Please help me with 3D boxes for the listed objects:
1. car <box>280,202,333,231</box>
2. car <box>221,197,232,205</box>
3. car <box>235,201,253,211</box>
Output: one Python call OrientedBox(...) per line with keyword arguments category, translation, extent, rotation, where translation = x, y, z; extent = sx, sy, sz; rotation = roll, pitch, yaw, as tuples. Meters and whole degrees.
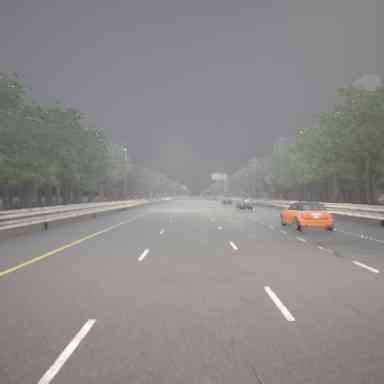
OrientedBox(category="car", translation=(7.027, 1.412, 20.898), extent=(2.097, 1.767, 4.553), rotation=(0, 0, 0))
OrientedBox(category="car", translation=(7.286, 1.857, 70.952), extent=(2.097, 1.767, 4.553), rotation=(0, -1, 0))
OrientedBox(category="car", translation=(7.120, 1.864, 45.701), extent=(1.895, 1.301, 4.718), rotation=(0, -1, 0))
